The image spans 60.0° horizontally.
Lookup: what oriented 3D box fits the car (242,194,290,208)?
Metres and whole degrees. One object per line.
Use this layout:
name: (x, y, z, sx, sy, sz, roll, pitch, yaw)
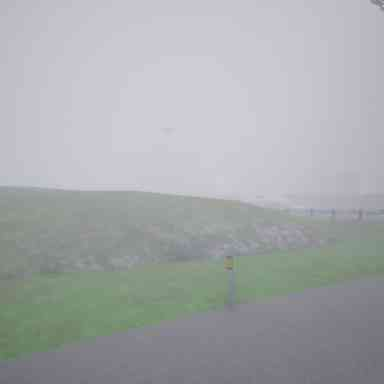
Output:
car: (7.851, 0.977, 36.401, 4.674, 1.442, 1.812, 0, 1, 28)
